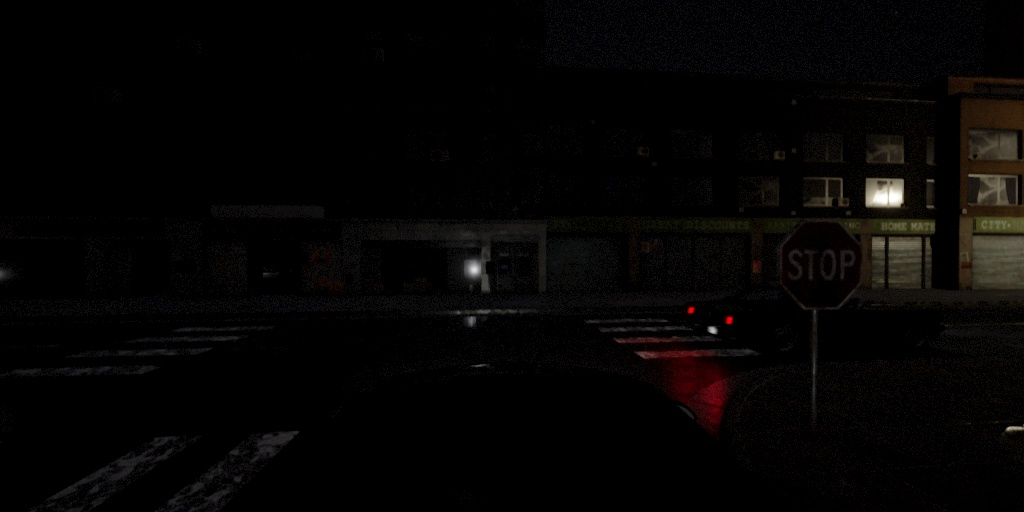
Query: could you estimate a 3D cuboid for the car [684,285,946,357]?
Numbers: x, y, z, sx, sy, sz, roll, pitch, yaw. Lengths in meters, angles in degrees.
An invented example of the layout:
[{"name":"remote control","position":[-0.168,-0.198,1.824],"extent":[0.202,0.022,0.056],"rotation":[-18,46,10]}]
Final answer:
[{"name":"car","position":[6.553,1.312,7.982],"extent":[4.718,1.301,1.895],"rotation":[0,0,-5]}]
